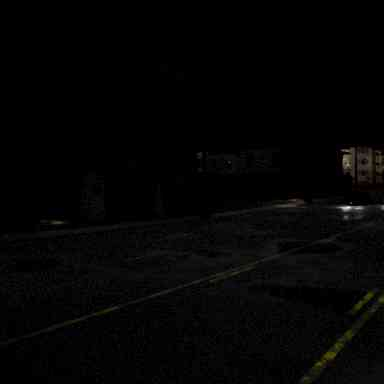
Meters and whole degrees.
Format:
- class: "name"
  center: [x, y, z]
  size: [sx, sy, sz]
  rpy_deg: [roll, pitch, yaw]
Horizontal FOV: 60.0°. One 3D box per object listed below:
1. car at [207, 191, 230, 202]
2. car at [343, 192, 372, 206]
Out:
- class: "car"
  center: [3.149, 0.533, 42.939]
  size: [1.970, 1.475, 3.806]
  rpy_deg: [0, 2, 41]
- class: "car"
  center: [18.623, 0.699, 37.228]
  size: [2.033, 1.411, 5.357]
  rpy_deg: [0, 2, 42]
